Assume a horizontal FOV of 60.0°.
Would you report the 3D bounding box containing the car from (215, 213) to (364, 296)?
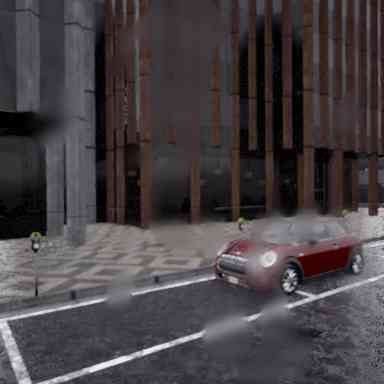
[{"bbox_3d":[2.530,1.389,8.453,4.097,1.590,1.967,-1,0,-35],"label":"car"}]
